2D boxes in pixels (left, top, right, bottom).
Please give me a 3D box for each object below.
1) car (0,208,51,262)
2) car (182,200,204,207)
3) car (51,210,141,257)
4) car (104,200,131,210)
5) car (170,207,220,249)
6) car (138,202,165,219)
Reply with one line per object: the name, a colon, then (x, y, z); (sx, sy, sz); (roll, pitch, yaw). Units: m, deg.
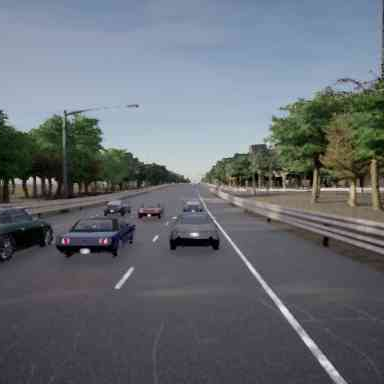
car: (-6.901, 1.341, 12.170); (2.097, 1.767, 4.553); (0, 0, 0)
car: (0.100, 1.430, 30.924); (1.812, 1.442, 4.674); (0, 1, 0)
car: (-3.400, 1.590, 12.820); (1.895, 1.301, 4.718); (0, 0, 0)
car: (-6.900, 1.429, 31.005); (1.812, 1.442, 4.674); (0, 1, 0)
car: (0.101, 1.551, 14.396); (1.994, 1.385, 4.181); (0, 0, 0)
car: (-3.400, 1.531, 28.658); (1.895, 1.301, 4.718); (0, 1, 0)
